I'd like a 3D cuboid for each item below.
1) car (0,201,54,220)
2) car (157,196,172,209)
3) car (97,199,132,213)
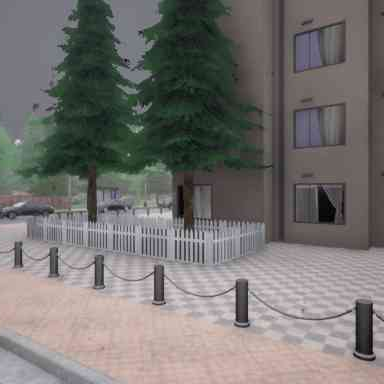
[{"bbox_3d":[-14.299,1.510,28.692,1.812,1.442,4.674,0,0,37],"label":"car"},{"bbox_3d":[-2.541,1.337,44.321,2.097,1.767,4.553,0,0,37],"label":"car"},{"bbox_3d":[-8.710,1.476,36.154,2.128,1.511,4.902,0,0,37],"label":"car"}]
